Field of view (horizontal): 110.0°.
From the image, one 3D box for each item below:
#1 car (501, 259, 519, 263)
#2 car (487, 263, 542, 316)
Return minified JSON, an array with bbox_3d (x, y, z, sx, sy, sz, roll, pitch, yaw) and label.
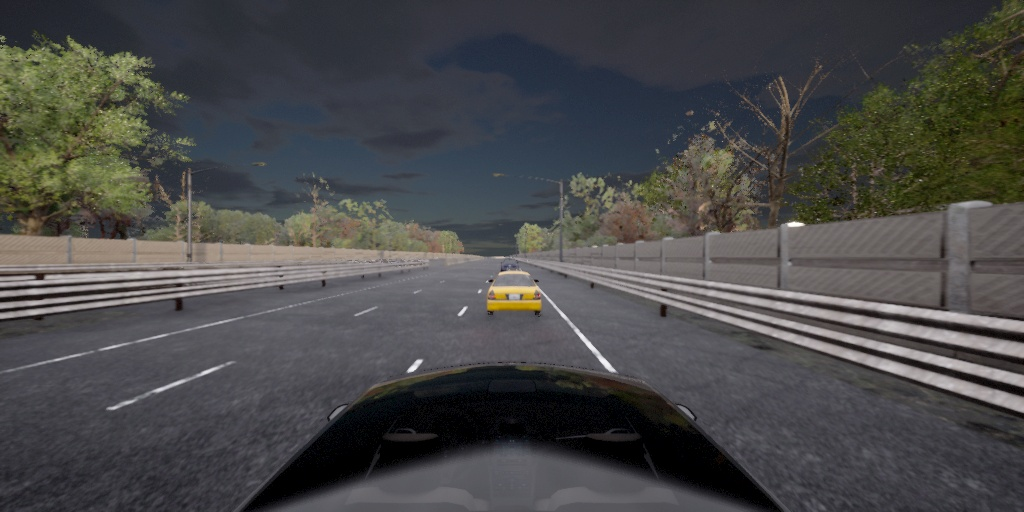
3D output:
[{"bbox_3d":[-0.270,1.115,42.472,2.097,1.767,4.553,0,0,-1],"label":"car"},{"bbox_3d":[0.060,1.209,13.362,1.801,1.575,5.366,0,0,0],"label":"car"}]
